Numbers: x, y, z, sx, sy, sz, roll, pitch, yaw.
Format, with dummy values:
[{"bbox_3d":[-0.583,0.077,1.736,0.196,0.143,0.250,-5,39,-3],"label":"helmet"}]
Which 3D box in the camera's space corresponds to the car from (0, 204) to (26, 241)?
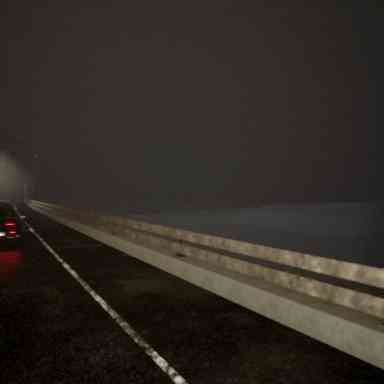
[{"bbox_3d":[-9.559,1.599,16.722,1.837,1.490,4.892,0,0,-30],"label":"car"}]
